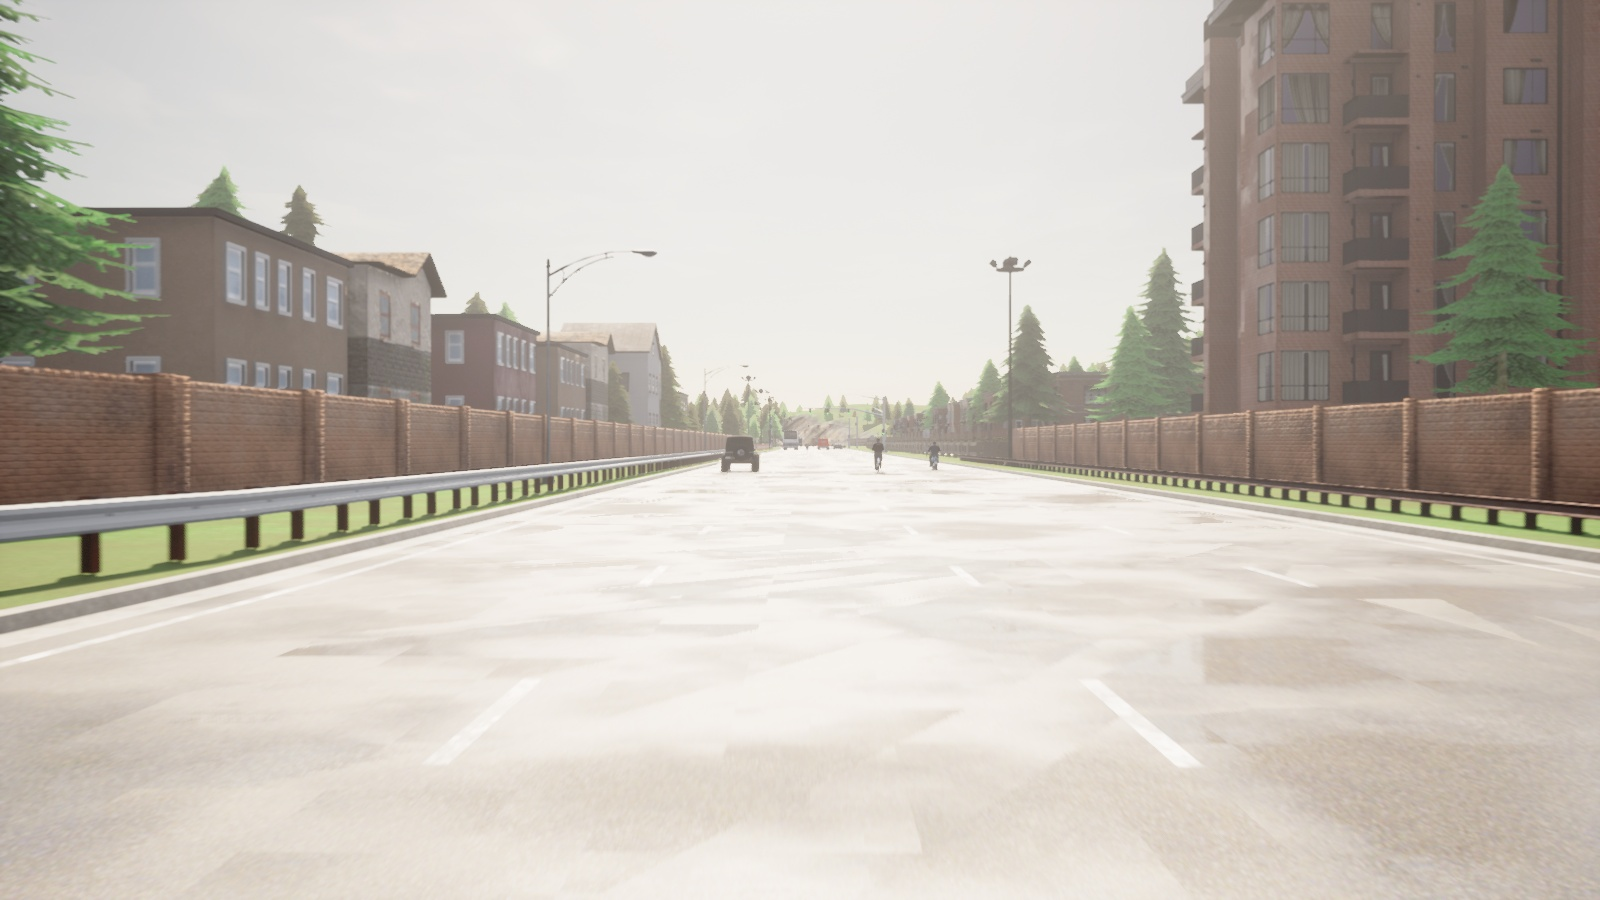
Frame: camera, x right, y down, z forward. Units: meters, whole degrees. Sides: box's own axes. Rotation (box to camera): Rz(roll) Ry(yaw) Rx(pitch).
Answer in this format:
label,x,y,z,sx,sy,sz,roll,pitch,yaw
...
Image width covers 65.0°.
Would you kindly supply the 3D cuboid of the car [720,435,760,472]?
label,x,y,z,sx,sy,sz,roll,pitch,yaw
car,-3.108,0.168,66.214,1.905,1.878,3.866,0,0,0
